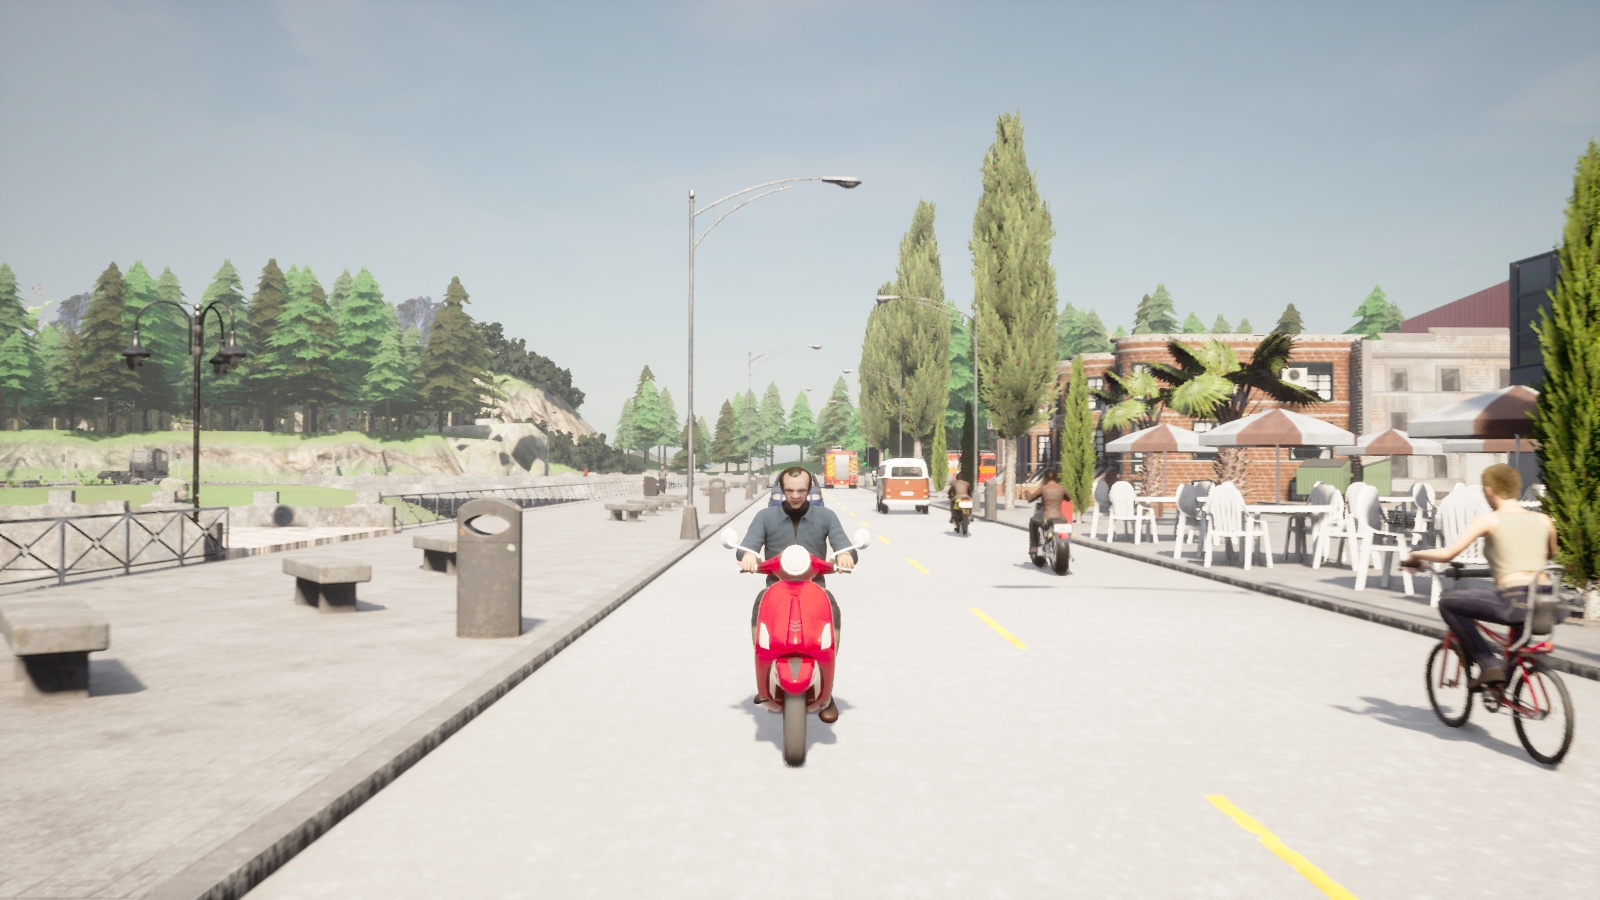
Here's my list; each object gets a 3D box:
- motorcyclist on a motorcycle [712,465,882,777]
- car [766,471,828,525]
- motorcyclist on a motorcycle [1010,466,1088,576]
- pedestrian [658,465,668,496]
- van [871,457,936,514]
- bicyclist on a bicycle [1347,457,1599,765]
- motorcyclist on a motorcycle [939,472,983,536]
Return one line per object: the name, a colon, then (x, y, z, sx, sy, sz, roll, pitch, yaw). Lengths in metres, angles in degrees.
motorcyclist on a motorcycle: (-0.020, 0.891, 7.355, 0.866, 1.590, 1.817, 0, -1, 0)
car: (-0.099, 1.433, 38.168, 1.789, 1.549, 3.705, 0, -1, 0)
motorcyclist on a motorcycle: (3.947, 1.085, 20.068, 0.766, 1.649, 2.350, 0, -1, 0)
pedestrian: (-8.125, 1.804, 74.468, 0.540, 1.848, 0.694, 0, -1, 1)
van: (3.875, 1.322, 47.749, 2.069, 2.038, 4.480, 0, -1, 0)
bicyclist on a bicycle: (3.980, 0.859, 7.364, 0.866, 1.612, 1.509, 0, -1, 0)
motorcyclist on a motorcycle: (3.919, 1.296, 30.774, 0.797, 1.523, 2.044, 0, -1, 0)
